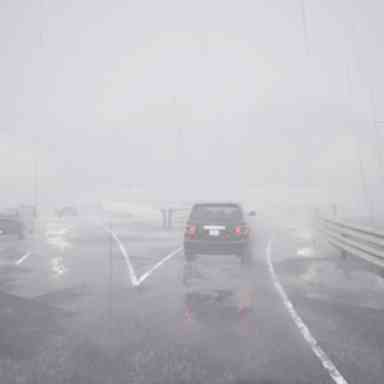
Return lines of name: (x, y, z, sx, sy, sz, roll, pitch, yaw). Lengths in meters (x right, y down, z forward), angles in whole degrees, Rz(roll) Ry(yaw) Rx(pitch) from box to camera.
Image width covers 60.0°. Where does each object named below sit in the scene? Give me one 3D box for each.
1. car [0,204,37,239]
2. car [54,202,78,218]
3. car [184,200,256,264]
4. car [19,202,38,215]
car: (-9.640, 1.622, 17.597, 1.837, 1.490, 4.892, 0, -1, -19)
car: (-12.573, 1.747, 33.164, 1.812, 1.442, 4.674, 0, 0, -27)
car: (1.183, 1.306, 12.506, 2.150, 2.045, 5.566, 0, 0, 11)
car: (-16.407, 1.712, 32.995, 2.128, 1.511, 4.902, 0, 0, -28)
